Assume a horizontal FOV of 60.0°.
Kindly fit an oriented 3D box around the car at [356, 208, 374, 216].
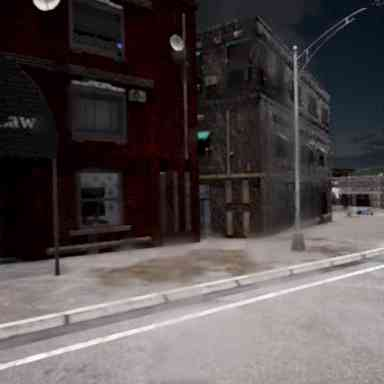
[{"bbox_3d":[29.964,3.483,58.348,1.812,1.442,4.674,-1,-4,-1],"label":"car"}]
